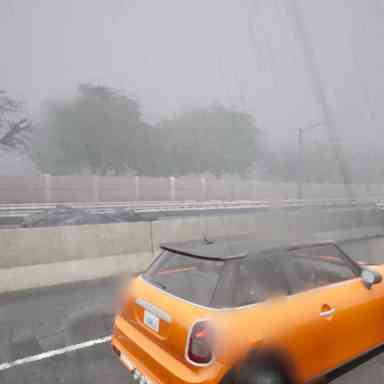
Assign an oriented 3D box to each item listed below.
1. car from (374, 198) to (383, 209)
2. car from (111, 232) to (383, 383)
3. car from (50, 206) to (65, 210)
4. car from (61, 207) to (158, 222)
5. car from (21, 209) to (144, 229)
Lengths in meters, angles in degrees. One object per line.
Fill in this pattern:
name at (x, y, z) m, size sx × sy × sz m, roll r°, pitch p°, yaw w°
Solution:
car at (25.775, 1.506, 43.581) m, size 4.902 × 1.511 × 2.128 m, roll 0°, pitch 0°, yaw -35°
car at (1.309, 1.353, 4.676) m, size 4.553 × 1.767 × 2.097 m, roll 0°, pitch 0°, yaw -35°
car at (-7.840, 1.563, 19.889) m, size 4.181 × 1.385 × 1.994 m, roll 0°, pitch 0°, yaw -35°
car at (-4.326, 1.601, 18.095) m, size 4.718 × 1.301 × 1.895 m, roll 0°, pitch 0°, yaw -35°
car at (-4.445, 1.563, 13.714) m, size 4.181 × 1.385 × 1.994 m, roll 0°, pitch 0°, yaw -35°
